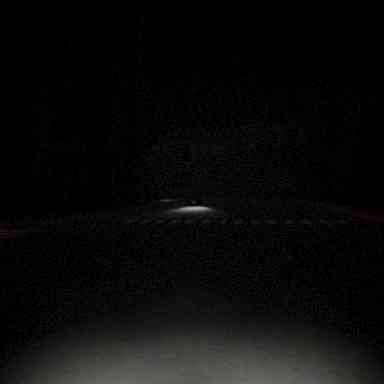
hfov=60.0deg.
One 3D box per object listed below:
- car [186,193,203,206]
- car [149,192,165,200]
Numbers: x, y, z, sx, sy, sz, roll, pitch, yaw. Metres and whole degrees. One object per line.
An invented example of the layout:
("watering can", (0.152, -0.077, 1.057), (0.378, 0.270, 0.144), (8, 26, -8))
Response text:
("car", (0.352, 0.902, 40.875), (2.128, 1.511, 4.902), (-1, 1, 4))
("car", (-7.310, 0.798, 61.751), (5.357, 1.411, 2.033), (0, 1, 44))
